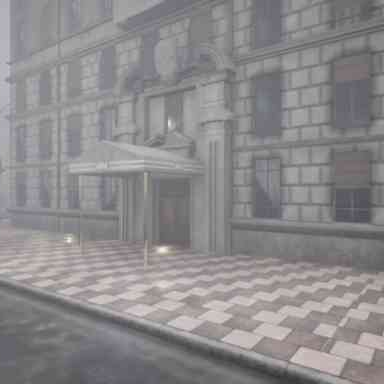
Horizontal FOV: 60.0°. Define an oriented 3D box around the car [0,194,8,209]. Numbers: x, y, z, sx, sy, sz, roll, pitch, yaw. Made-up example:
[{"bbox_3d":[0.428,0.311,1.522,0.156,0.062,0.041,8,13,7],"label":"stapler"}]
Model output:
[{"bbox_3d":[-26.766,1.213,42.717,2.150,2.045,5.566,0,0,35],"label":"car"}]
